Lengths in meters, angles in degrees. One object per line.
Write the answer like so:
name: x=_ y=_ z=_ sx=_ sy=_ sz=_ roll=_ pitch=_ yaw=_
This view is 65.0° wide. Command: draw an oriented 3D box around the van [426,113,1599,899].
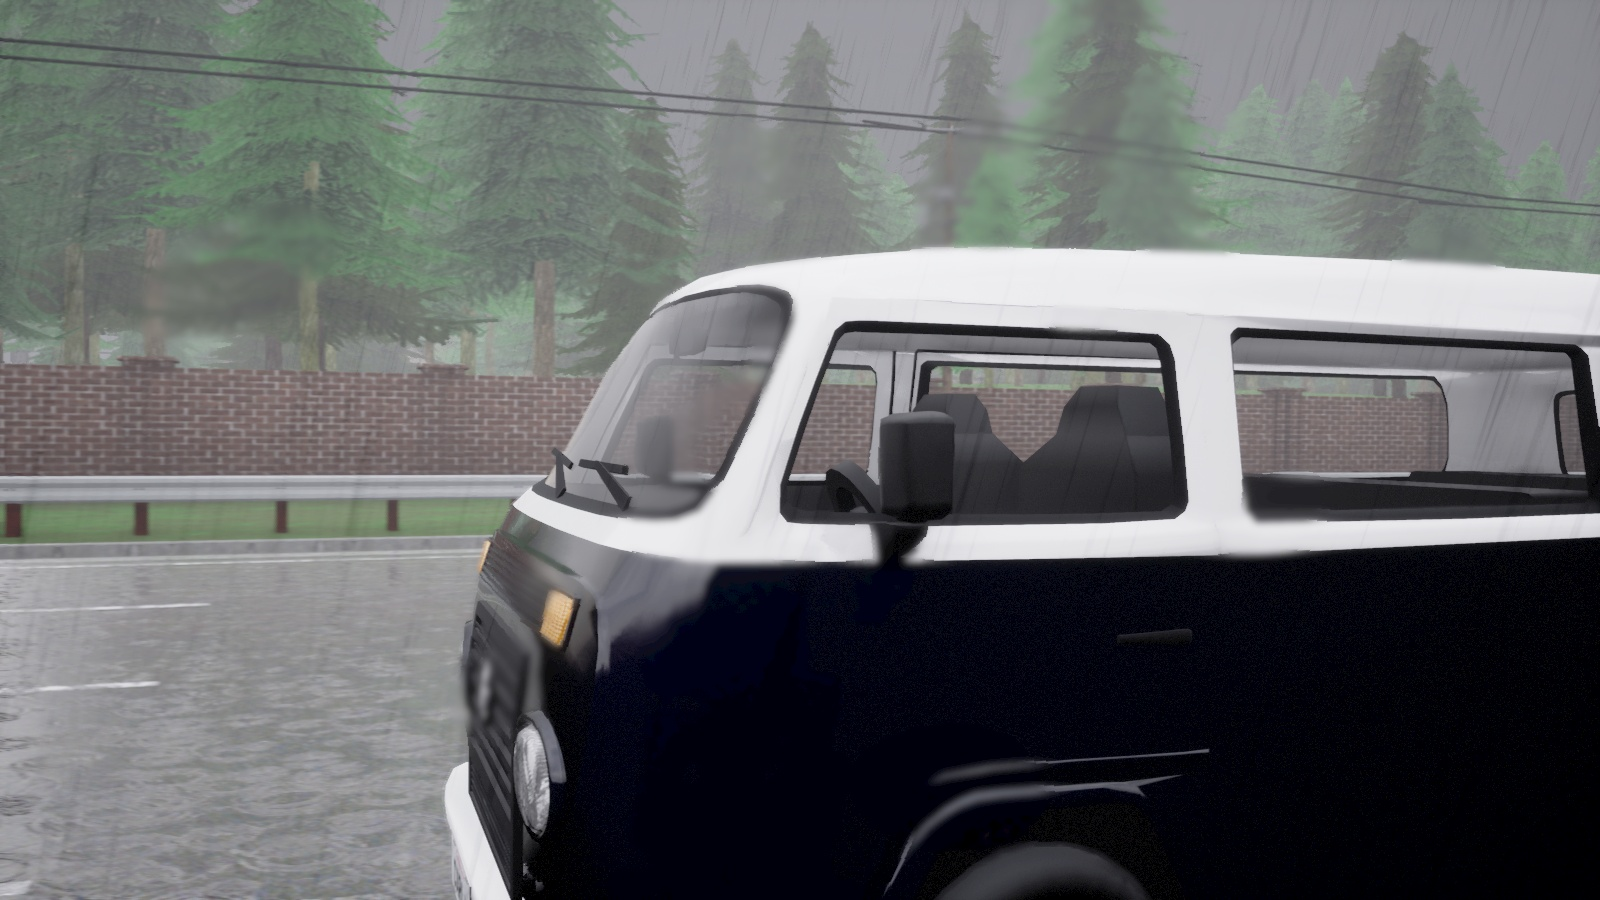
van: x=1.313 y=0.446 z=3.735 sx=4.480 sy=2.038 sz=2.069 roll=-1 pitch=1 yaw=-21
